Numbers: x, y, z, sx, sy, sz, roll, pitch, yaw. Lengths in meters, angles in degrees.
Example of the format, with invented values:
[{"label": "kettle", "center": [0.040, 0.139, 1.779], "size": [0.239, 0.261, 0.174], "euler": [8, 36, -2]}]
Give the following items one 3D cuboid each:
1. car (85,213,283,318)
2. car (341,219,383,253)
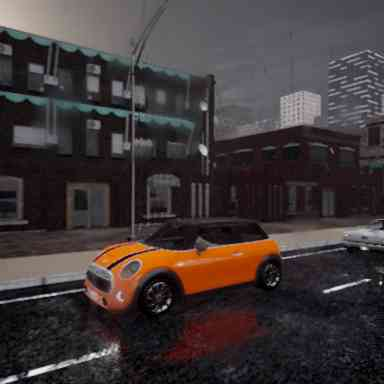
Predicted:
[{"label": "car", "center": [-0.030, 1.406, 7.656], "size": [4.553, 1.767, 2.097], "euler": [1, -1, -36]}, {"label": "car", "center": [8.099, 1.780, 13.453], "size": [4.718, 1.301, 1.895], "euler": [1, -1, -35]}]
